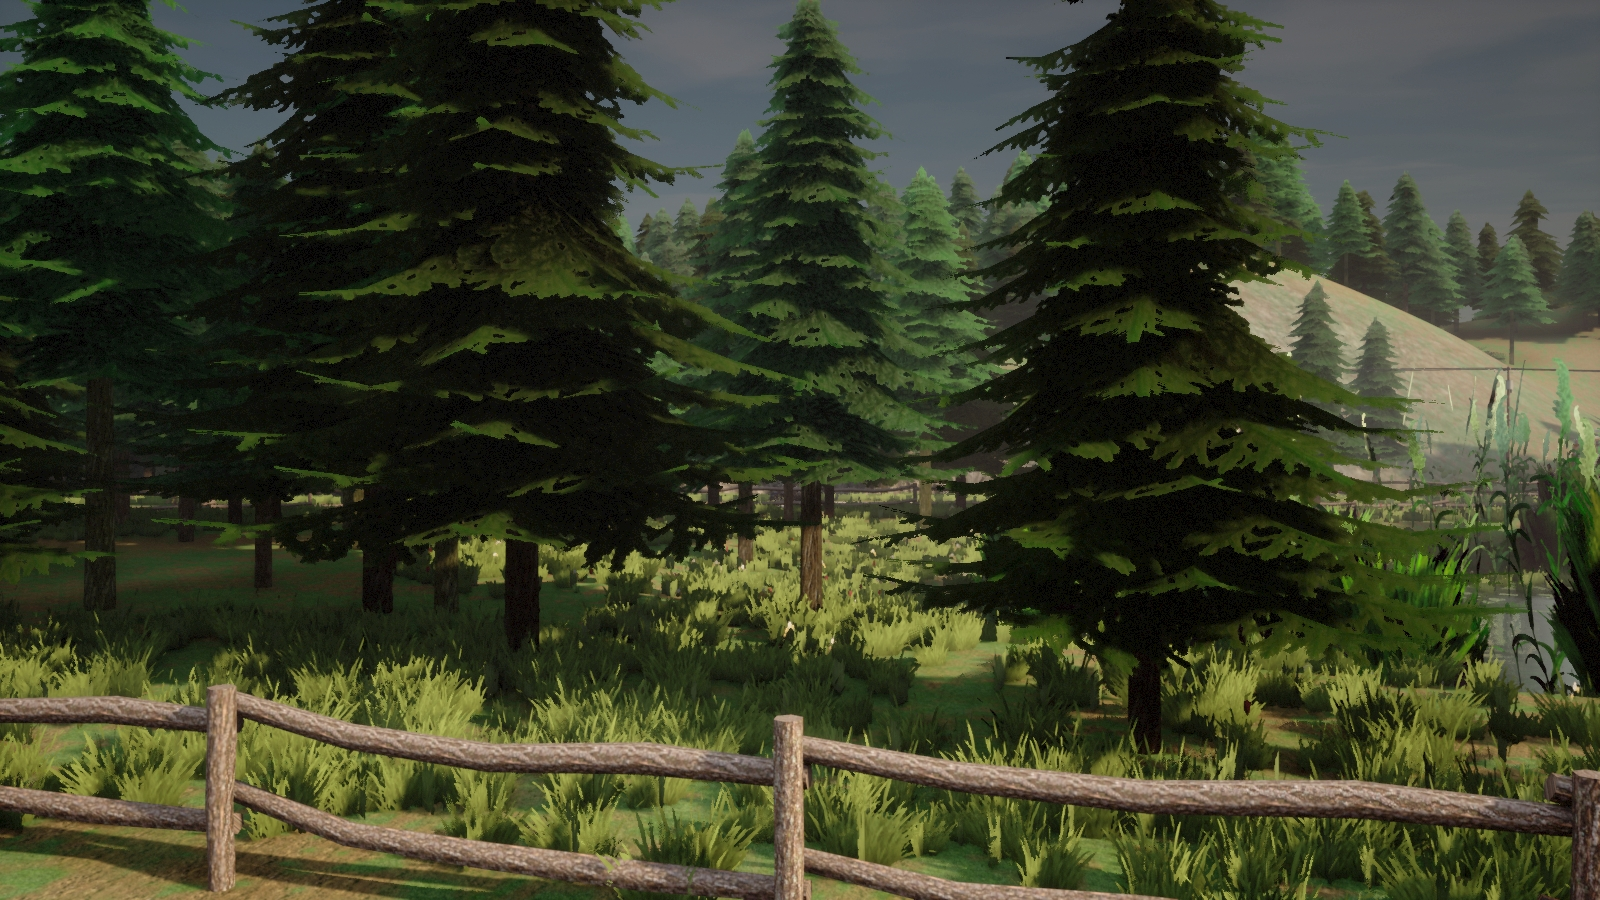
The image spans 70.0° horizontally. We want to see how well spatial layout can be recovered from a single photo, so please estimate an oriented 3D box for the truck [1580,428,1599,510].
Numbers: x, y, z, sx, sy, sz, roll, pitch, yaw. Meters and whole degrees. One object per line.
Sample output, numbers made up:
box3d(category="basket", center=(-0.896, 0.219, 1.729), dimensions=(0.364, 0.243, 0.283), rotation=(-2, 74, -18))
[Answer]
box3d(category="truck", center=(41.432, 0.890, 52.807), dimensions=(8.468, 3.827, 2.891), rotation=(0, 0, 8))
